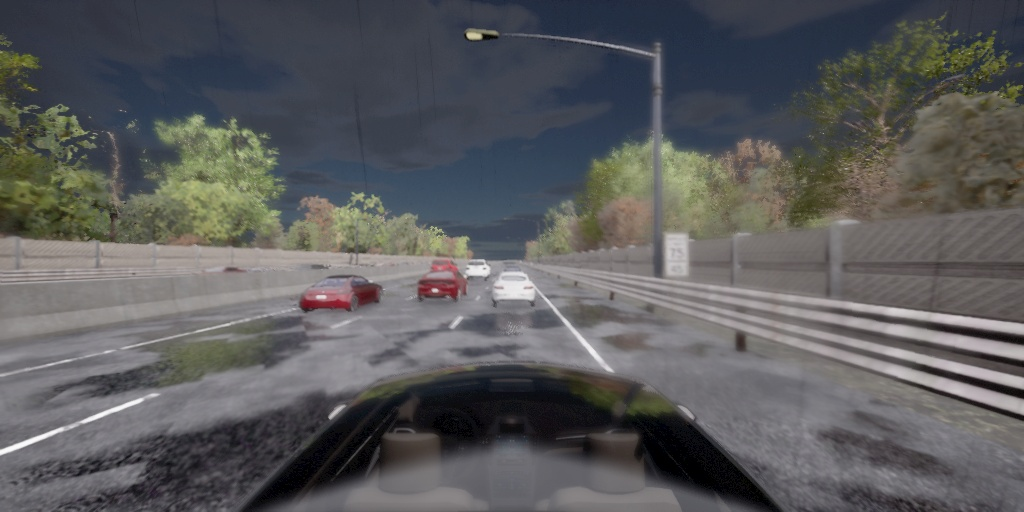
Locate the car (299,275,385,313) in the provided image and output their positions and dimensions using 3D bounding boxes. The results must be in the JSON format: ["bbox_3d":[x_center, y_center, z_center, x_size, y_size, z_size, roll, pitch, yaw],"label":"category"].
[{"bbox_3d":[-6.911,1.486,15.043,1.994,1.385,4.181,0,-1,0],"label":"car"}]

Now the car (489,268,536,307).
[{"bbox_3d":[0.091,1.469,16.735,1.812,1.442,4.674,0,-1,0],"label":"car"}]

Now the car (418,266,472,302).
[{"bbox_3d":[-3.408,1.445,18.458,1.882,1.535,5.008,0,-1,0],"label":"car"}]

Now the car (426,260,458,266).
[{"bbox_3d":[-6.909,1.437,37.013,2.150,2.045,5.566,0,-1,0],"label":"car"}]

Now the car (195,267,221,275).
[{"bbox_3d":[-24.614,1.651,30.378,1.812,1.442,4.674,0,-1,0],"label":"car"}]

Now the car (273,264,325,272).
[{"bbox_3d":[-17.605,1.481,30.620,2.097,1.767,4.553,0,-1,0],"label":"car"}]

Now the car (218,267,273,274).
[{"bbox_3d":[-21.106,1.714,29.517,1.895,1.301,4.718,0,-1,0],"label":"car"}]

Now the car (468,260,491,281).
[{"bbox_3d":[-3.407,1.440,37.154,2.150,2.045,5.566,0,-1,0],"label":"car"}]
